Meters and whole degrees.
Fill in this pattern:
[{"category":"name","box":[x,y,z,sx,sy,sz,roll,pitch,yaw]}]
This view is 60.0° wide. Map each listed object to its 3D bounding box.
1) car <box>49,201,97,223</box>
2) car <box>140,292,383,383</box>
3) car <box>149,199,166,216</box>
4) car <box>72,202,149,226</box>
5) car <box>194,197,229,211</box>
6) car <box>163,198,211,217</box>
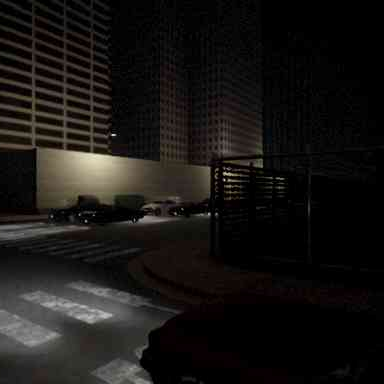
[{"category":"car","box":[-8.277,1.426,25.016,2.128,1.511,4.902,0,0,35]},{"category":"car","box":[1.790,1.601,2.753,4.718,1.301,1.895,0,0,37]},{"category":"car","box":[-2.907,1.461,32.549,1.812,1.442,4.674,0,0,35]},{"category":"car","box":[-5.463,1.537,22.933,1.895,1.301,4.718,0,0,35]},{"category":"car","box":[2.406,1.440,40.050,1.837,1.490,4.892,0,0,36]},{"category":"car","box":[-0.152,1.537,30.409,1.895,1.301,4.718,0,0,35]}]
